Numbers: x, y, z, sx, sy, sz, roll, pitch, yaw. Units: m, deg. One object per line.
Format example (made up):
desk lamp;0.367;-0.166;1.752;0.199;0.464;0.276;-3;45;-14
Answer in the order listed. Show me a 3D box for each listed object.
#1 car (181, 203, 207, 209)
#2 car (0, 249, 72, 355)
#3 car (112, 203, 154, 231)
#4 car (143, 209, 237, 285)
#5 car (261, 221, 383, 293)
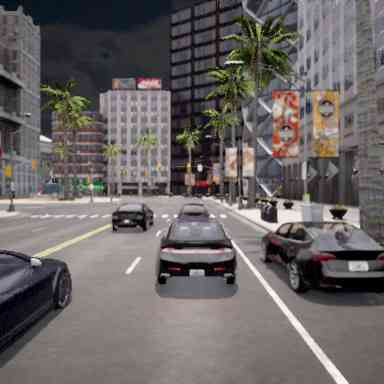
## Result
car;0.100;1.400;19.538;1.837;1.490;4.892;0;0;0
car;-3.398;1.537;5.035;1.994;1.385;4.181;0;0;0
car;-3.400;1.371;19.809;1.882;1.535;5.008;0;0;0
car;0.101;1.441;9.277;2.128;1.511;4.902;0;0;0
car;3.193;1.466;8.763;2.161;1.482;4.786;0;0;-1
